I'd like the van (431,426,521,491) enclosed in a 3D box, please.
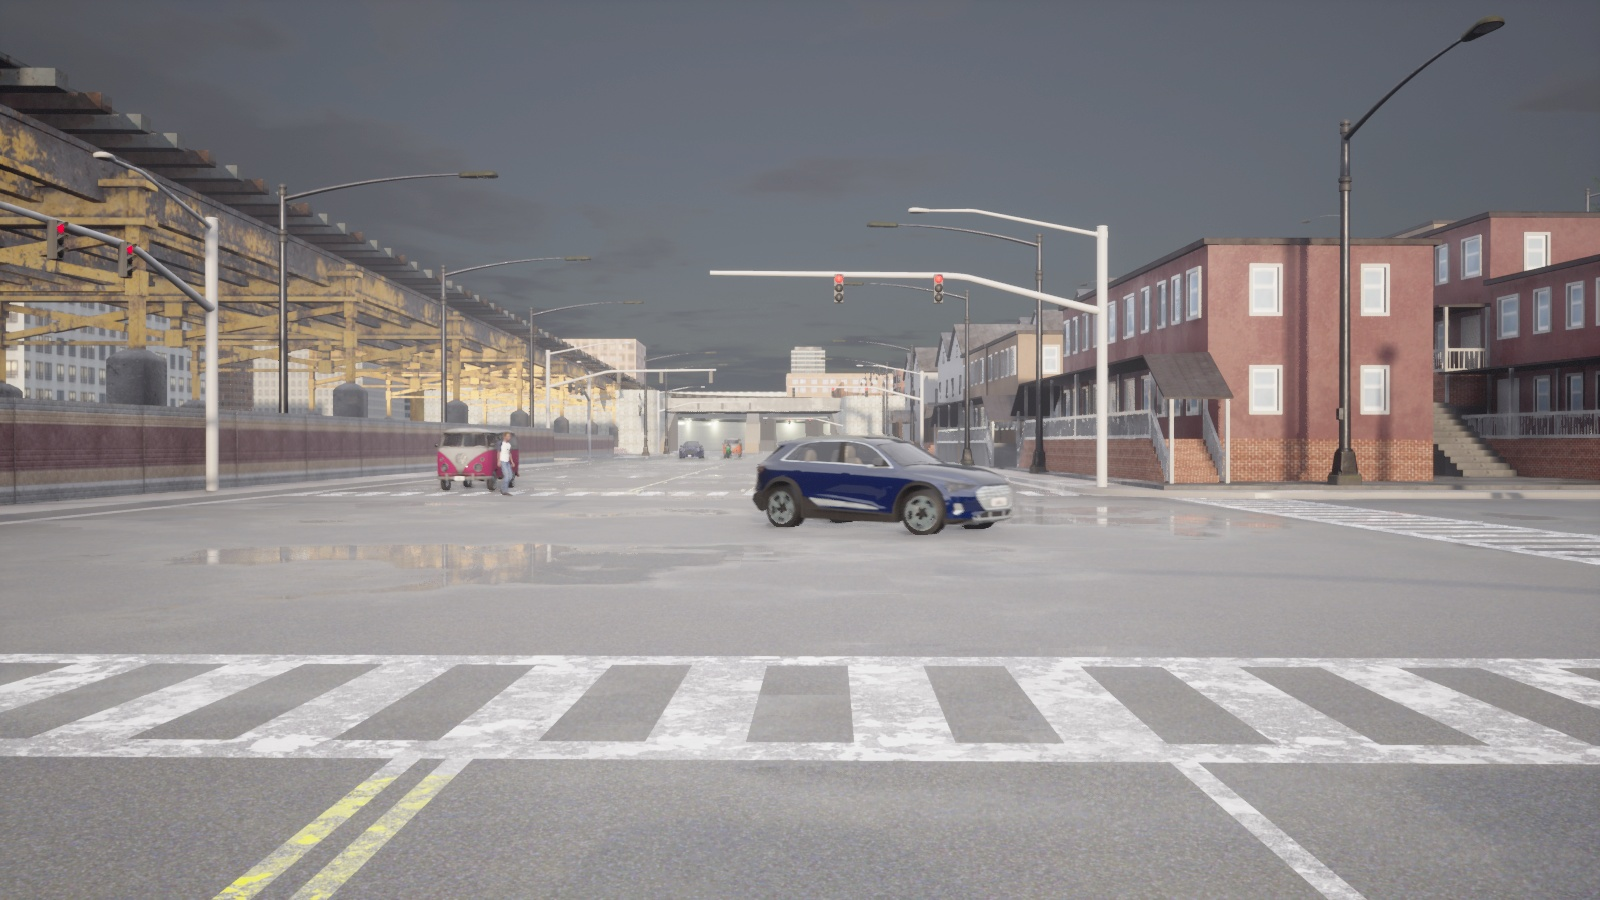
[{"bbox_3d":[-10.419,0.262,40.679,1.775,1.987,4.442,0,0,0],"label":"van"}]

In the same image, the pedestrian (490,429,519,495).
[{"bbox_3d":[-8.219,0.328,34.959,0.706,1.836,0.354,0,0,21],"label":"pedestrian"}]

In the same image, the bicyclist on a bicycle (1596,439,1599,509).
[{"bbox_3d":[19.281,0.552,28.819,1.656,1.620,0.582,0,0,0],"label":"bicyclist on a bicycle"}]

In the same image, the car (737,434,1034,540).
[{"bbox_3d":[1.399,0.554,21.800,4.856,1.649,2.033,1,1,39],"label":"car"}]
